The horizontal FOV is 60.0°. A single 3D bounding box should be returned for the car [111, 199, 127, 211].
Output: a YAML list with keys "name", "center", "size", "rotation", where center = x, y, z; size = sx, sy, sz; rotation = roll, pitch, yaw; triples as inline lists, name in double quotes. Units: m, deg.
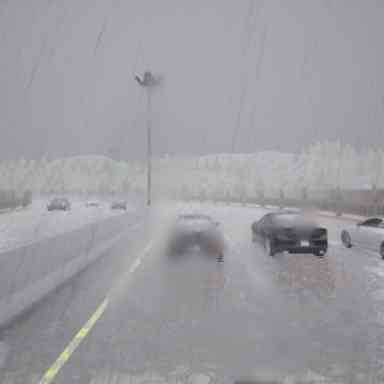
- name: "car"
  center: [-9.287, 1.603, 42.323]
  size: [1.812, 1.442, 4.674]
  rotation: [0, 0, -12]

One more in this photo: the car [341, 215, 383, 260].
- name: "car"
  center: [7.101, 1.548, 11.886]
  size: [1.812, 1.442, 4.674]
  rotation: [0, 0, 0]

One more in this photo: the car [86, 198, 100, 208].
- name: "car"
  center: [-15.402, 1.620, 51.609]
  size: [1.812, 1.442, 4.674]
  rotation: [0, 0, -18]

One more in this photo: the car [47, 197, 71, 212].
- name: "car"
  center: [-16.004, 1.424, 40.197]
  size: [2.097, 1.767, 4.553]
  rotation: [0, 0, -12]

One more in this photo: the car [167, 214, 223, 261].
- name: "car"
  center: [0.103, 1.548, 12.212]
  size: [1.812, 1.442, 4.674]
  rotation: [0, 0, 0]

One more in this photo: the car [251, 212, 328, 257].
- name: "car"
  center: [3.601, 1.502, 13.077]
  size: [1.882, 1.535, 5.008]
  rotation: [0, 0, 0]
